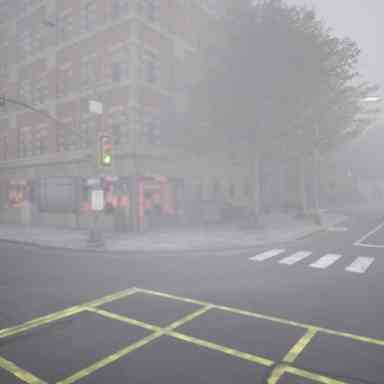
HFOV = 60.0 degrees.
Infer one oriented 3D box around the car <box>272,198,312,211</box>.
[{"bbox_3d":[12.451,1.623,41.447,4.892,1.490,1.837,0,0,39],"label":"car"}]
